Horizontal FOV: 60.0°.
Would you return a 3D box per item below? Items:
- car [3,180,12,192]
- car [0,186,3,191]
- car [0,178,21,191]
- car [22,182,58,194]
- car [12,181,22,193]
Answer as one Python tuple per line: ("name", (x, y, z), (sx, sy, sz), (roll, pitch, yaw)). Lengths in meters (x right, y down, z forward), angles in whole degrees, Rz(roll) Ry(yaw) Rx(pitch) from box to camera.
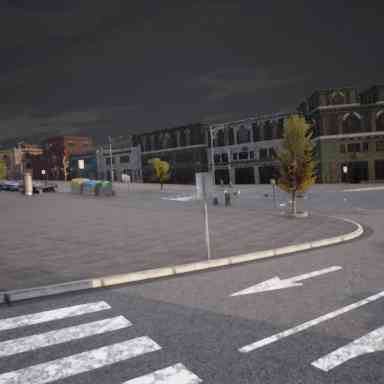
("car", (-26.743, -0.863, 52.654), (2.002, 1.452, 4.674), (0, 6, 16))
("car", (-29.140, -1.029, 54.365), (2.097, 1.535, 5.008), (1, 6, 16))
("car", (-31.577, -1.270, 56.005), (2.185, 1.767, 4.553), (0, 6, 15))
("car", (-21.983, -0.612, 49.135), (2.163, 1.488, 4.792), (1, 6, 17))
("car", (-24.344, -0.776, 50.923), (2.231, 1.521, 4.892), (1, 6, 17))
